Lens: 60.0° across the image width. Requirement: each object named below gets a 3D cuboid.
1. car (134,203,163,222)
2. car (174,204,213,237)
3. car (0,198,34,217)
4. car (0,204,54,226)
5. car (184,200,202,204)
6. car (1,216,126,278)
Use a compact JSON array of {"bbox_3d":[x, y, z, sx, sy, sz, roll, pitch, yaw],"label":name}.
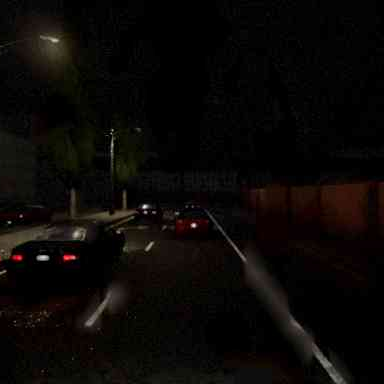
[{"bbox_3d":[-3.405,1.565,26.842,2.033,1.411,5.357,0,0,0],"label":"car"},{"bbox_3d":[0.094,1.577,17.984,1.994,1.385,4.181,0,0,0],"label":"car"},{"bbox_3d":[-15.004,1.225,27.305,1.994,1.385,4.181,0,0,0],"label":"car"},{"bbox_3d":[-11.544,1.616,23.261,1.895,1.301,4.718,0,0,1],"label":"car"},{"bbox_3d":[0.094,1.572,37.237,2.033,1.411,5.357,0,0,0],"label":"car"},{"bbox_3d":[-3.402,1.554,10.093,2.033,1.411,5.357,0,0,0],"label":"car"}]
